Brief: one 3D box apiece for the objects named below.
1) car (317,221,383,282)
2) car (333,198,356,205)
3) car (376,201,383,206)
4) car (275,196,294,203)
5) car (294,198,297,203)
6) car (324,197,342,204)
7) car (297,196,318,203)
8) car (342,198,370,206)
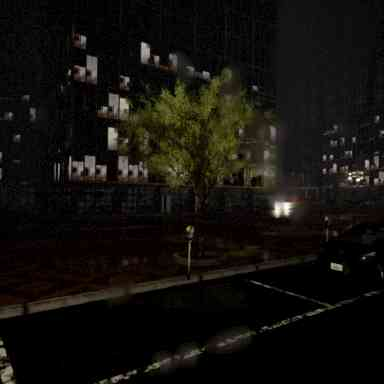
[{"bbox_3d":[5.565,1.575,9.832,4.313,1.339,1.947,0,1,-34],"label":"car"},{"bbox_3d":[33.140,1.990,72.550,2.008,1.369,4.403,1,-1,-20],"label":"car"},{"bbox_3d":[36.941,1.894,62.208,1.752,1.417,4.829,1,-1,-20],"label":"car"},{"bbox_3d":[21.895,1.800,80.313,1.967,1.590,4.097,1,-1,-20],"label":"car"},{"bbox_3d":[27.350,2.128,88.303,1.802,1.307,4.206,1,-1,-20],"label":"car"},{"bbox_3d":[27.682,1.692,64.567,1.967,1.590,4.097,1,-1,-20],"label":"car"},{"bbox_3d":[29.284,1.826,83.055,2.192,1.841,5.009,1,-1,-20],"label":"car"},{"bbox_3d":[29.609,1.767,59.317,2.008,1.369,4.403,1,-1,-20],"label":"car"}]
